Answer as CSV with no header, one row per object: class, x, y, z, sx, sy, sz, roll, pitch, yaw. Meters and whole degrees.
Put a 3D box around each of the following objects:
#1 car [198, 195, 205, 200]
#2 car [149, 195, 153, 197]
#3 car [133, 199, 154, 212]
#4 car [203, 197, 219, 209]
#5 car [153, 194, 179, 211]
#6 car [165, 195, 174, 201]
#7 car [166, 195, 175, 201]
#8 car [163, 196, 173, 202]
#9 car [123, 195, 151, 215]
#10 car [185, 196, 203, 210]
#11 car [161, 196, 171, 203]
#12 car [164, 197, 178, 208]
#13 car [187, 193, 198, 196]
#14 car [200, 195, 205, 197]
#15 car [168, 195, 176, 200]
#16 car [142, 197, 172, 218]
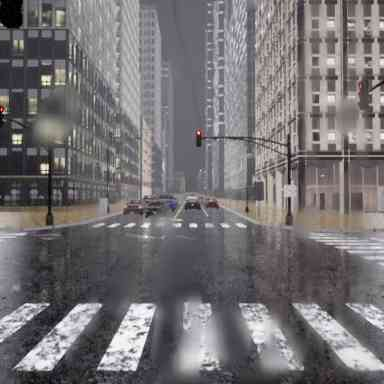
car,2.686,1.581,95.081,1.887,1.381,4.507,1,0,0
car,-5.680,1.331,44.822,2.192,1.841,5.009,1,0,0
car,-5.685,1.596,39.247,1.802,1.307,4.206,1,0,0
car,2.694,1.598,44.885,1.802,1.307,4.206,1,0,0
car,-3.103,1.236,40.381,2.150,2.045,5.566,0,0,0
car,-5.693,1.576,83.848,1.887,1.381,4.507,1,0,0
car,-5.694,1.584,89.423,2.008,1.369,4.403,1,0,0
car,-5.691,1.580,78.273,2.008,1.369,4.403,1,0,0
car,-5.681,1.452,33.671,1.967,1.590,4.097,1,0,0
car,0.087,1.579,44.052,1.994,1.385,4.181,0,0,0
car,-5.690,1.571,72.697,1.887,1.381,4.507,1,0,0
car,-3.098,1.523,50.789,1.837,1.490,4.892,0,0,0
car,0.074,1.248,70.479,2.150,2.045,5.566,0,0,0
car,2.694,1.546,56.211,1.752,1.417,4.829,1,0,0
car,-5.695,1.602,94.998,1.947,1.339,4.313,1,0,0
car,-3.106,1.515,30.354,1.837,1.490,4.892,0,0,0
